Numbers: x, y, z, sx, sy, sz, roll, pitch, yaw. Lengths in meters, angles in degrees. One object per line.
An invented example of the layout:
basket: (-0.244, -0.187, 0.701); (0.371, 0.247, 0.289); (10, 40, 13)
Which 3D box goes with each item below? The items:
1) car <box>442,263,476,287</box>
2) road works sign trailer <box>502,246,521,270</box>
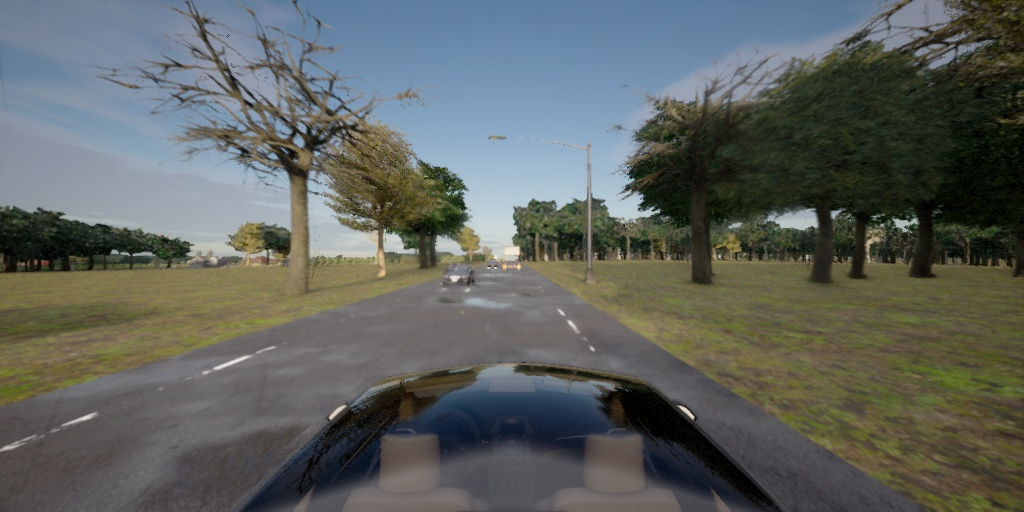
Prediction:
car: (-3.586, 1.258, 24.961); (2.128, 1.511, 4.902); (0, 0, 0)
road works sign trailer: (-0.013, 0.261, 52.714); (2.380, 3.560, 2.880); (0, 0, 0)
